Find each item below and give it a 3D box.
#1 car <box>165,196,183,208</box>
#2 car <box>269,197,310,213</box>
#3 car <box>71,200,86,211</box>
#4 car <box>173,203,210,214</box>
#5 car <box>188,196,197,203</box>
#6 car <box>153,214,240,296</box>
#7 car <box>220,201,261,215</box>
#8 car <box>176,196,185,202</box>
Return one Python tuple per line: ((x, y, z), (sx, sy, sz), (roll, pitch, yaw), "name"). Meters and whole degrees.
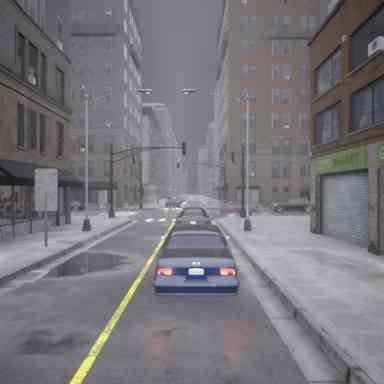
((-2.825, 1.391, 49.822), (2.097, 1.767, 4.553), (0, 0, 1), "car")
((10.875, 1.383, 36.667), (4.553, 1.767, 2.097), (0, 0, 0), "car")
((-14.709, 1.570, 39.264), (4.313, 1.339, 1.947), (0, 0, 0), "car")
((0.080, 1.578, 19.338), (1.994, 1.385, 4.181), (0, 0, 1), "car")
((0.088, 1.585, 72.776), (1.812, 1.442, 4.674), (0, 0, 0), "car")
((0.091, 1.554, 8.792), (2.033, 1.411, 5.357), (0, 0, 0), "car")
((4.880, 1.599, 33.733), (4.181, 1.385, 1.994), (0, 0, 0), "car")
((-2.677, 1.662, 78.868), (1.895, 1.301, 4.718), (0, 0, 0), "car")
